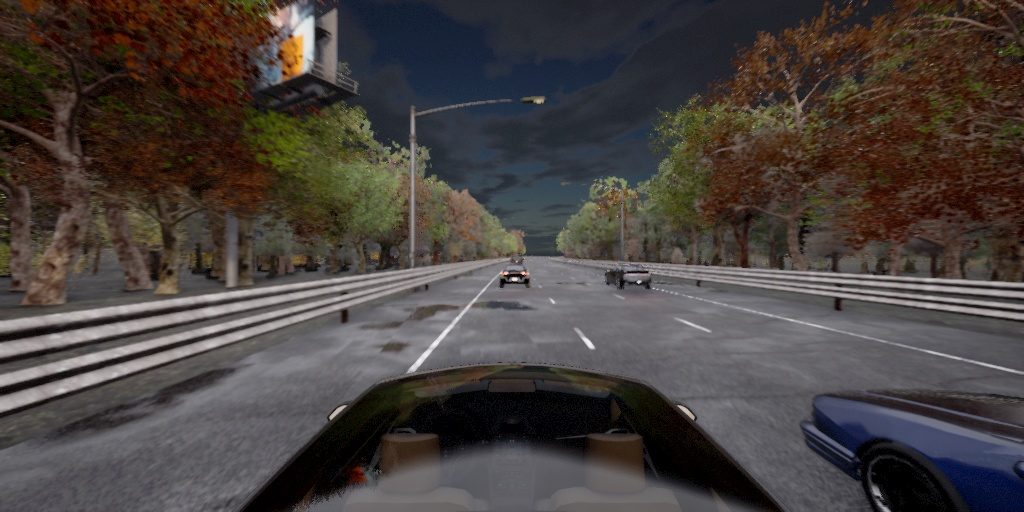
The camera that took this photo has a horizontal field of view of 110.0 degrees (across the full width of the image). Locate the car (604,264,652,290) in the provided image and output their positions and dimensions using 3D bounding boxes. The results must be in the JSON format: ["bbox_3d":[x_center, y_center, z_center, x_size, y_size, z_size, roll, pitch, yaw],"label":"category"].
[{"bbox_3d":[7.184,1.263,22.596,2.128,1.511,4.902,0,0,1],"label":"car"}]

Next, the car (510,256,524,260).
[{"bbox_3d":[0.836,1.007,59.649,2.150,2.045,5.566,0,0,2],"label":"car"}]

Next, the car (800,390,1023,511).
[{"bbox_3d":[3.570,1.301,0.790,2.033,1.411,5.357,0,0,0],"label":"car"}]

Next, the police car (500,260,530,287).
[{"bbox_3d":[0.206,1.269,24.615,2.038,1.542,4.974,0,0,1],"label":"police car"}]
